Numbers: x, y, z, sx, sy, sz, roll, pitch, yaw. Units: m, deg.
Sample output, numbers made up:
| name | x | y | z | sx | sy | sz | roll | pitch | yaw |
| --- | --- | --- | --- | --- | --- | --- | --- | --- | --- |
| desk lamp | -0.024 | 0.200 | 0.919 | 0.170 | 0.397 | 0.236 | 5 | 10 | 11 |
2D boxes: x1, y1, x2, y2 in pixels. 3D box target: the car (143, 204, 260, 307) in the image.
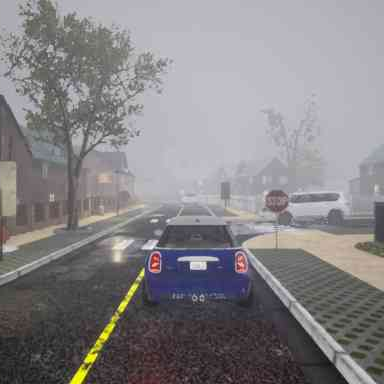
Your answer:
| name | x | y | z | sx | sy | sz | roll | pitch | yaw |
| --- | --- | --- | --- | --- | --- | --- | --- | --- | --- |
| car | 0.117 | 1.349 | 8.133 | 2.097 | 1.767 | 4.553 | 0 | 0 | 0 |

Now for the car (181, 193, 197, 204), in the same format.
| name | x | y | z | sx | sy | sz | roll | pitch | yaw |
| --- | --- | --- | --- | --- | --- | --- | --- | --- | --- |
| car | -0.545 | 1.215 | 56.586 | 2.150 | 2.045 | 5.566 | 0 | 0 | -8 |

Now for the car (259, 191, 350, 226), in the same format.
| name | x | y | z | sx | sy | sz | roll | pitch | yaw |
| --- | --- | --- | --- | --- | --- | --- | --- | --- | --- |
| car | 7.163 | 1.009 | 21.278 | 5.566 | 2.045 | 2.150 | -1 | 0 | -6 |
